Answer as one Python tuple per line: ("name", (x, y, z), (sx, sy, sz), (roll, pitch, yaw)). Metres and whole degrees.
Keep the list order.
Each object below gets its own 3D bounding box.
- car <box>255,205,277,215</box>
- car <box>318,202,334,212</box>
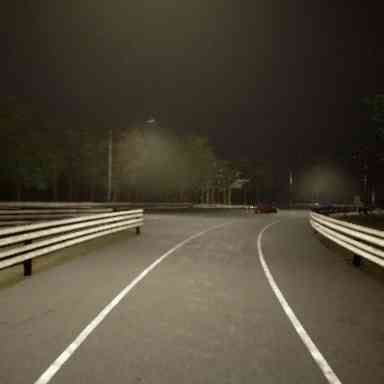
("car", (10.683, 2.556, 48.078), (1.812, 1.442, 4.674), (0, -2, 38))
("car", (28.918, 3.181, 71.493), (2.150, 2.045, 5.566), (0, -2, 38))
